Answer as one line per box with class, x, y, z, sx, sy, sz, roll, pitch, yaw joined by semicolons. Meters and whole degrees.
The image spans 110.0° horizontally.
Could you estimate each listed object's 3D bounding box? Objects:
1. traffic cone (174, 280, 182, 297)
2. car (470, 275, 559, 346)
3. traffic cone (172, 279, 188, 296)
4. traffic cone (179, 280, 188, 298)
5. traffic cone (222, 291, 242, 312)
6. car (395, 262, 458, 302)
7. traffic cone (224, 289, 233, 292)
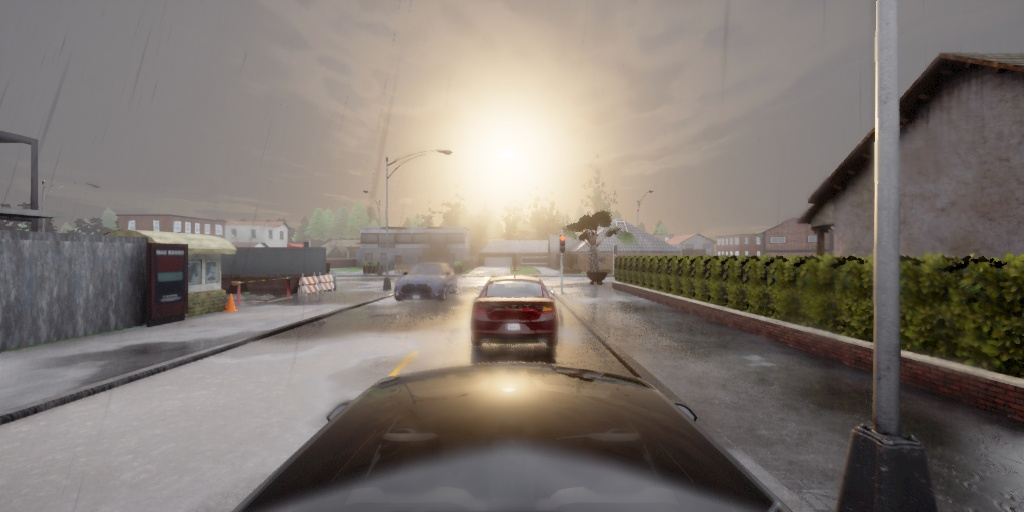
traffic cone;-15.771;1.558;17.223;0.344;0.586;0.344;0;0;0
car;0.079;1.228;9.422;1.882;1.535;5.008;0;0;1
traffic cone;-16.806;1.582;18.227;0.344;0.586;0.344;0;0;0
traffic cone;-15.203;1.561;16.859;0.344;0.586;0.344;0;0;0
traffic cone;-9.621;1.598;12.266;0.344;0.586;0.344;0;0;0
car;-3.914;1.102;17.006;2.097;1.767;4.553;0;0;1
traffic cone;-10.339;1.568;12.789;0.344;0.586;0.344;0;0;0
